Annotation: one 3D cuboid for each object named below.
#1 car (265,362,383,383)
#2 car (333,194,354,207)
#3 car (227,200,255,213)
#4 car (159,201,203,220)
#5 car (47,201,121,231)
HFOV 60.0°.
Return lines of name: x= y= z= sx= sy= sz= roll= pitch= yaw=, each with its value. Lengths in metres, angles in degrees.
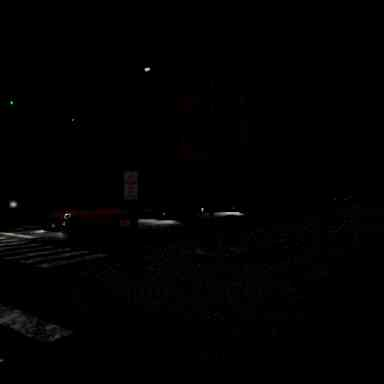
car: x=2.194 y=1.551 z=1.277 sx=4.403 sy=1.369 sz=2.008 roll=0 pitch=0 yaw=36
car: x=24.099 y=1.347 z=52.878 sx=2.150 sy=2.045 sz=5.566 roll=0 pitch=0 yaw=35
car: x=5.688 y=1.622 z=38.476 sx=1.994 sy=1.385 sz=4.181 roll=0 pitch=0 yaw=35
car: x=-0.883 y=1.540 z=29.221 sx=1.837 sy=1.490 sz=4.892 roll=0 pitch=0 yaw=35
car: x=-6.704 y=1.370 z=21.012 sx=2.097 sy=1.767 sz=4.553 roll=0 pitch=0 yaw=35
